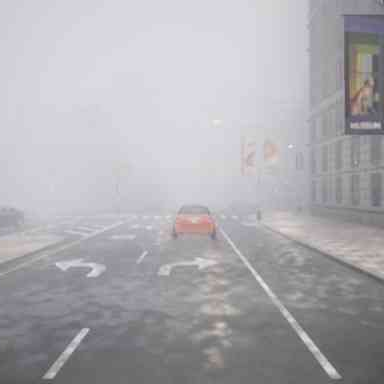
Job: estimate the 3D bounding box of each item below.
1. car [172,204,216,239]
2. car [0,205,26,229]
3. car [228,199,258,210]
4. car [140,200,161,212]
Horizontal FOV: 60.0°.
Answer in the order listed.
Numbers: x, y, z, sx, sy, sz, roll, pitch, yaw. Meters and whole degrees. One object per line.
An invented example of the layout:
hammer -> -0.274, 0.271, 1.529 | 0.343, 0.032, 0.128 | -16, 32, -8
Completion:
car -> 0.104, 1.394, 17.609 | 2.097, 1.767, 4.553 | 0, 0, 0
car -> -11.515, 1.536, 19.179 | 2.128, 1.511, 4.902 | 0, 0, 0
car -> 6.802, 1.667, 43.765 | 4.181, 1.385, 1.994 | 0, 0, -31
car -> -5.189, 1.644, 41.314 | 2.033, 1.411, 5.357 | 0, 0, -18
